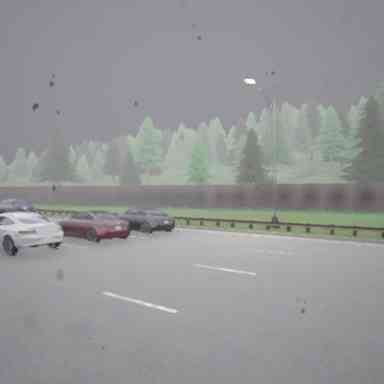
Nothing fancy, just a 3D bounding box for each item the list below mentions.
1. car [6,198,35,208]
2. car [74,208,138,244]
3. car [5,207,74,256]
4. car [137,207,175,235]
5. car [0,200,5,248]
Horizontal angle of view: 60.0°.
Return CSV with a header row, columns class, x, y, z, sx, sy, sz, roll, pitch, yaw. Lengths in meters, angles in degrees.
class,x,y,z,sx,sy,sz,roll,pitch,yaw
car,-14.862,1.361,27.424,4.553,1.767,2.097,0,0,36
car,-4.918,1.569,16.034,4.181,1.385,1.994,0,0,36
car,-6.971,1.531,13.203,4.674,1.442,1.812,0,0,36
car,-2.986,1.569,18.957,4.181,1.385,1.994,0,0,36
car,-7.904,1.227,9.554,5.566,2.045,2.150,0,0,36
